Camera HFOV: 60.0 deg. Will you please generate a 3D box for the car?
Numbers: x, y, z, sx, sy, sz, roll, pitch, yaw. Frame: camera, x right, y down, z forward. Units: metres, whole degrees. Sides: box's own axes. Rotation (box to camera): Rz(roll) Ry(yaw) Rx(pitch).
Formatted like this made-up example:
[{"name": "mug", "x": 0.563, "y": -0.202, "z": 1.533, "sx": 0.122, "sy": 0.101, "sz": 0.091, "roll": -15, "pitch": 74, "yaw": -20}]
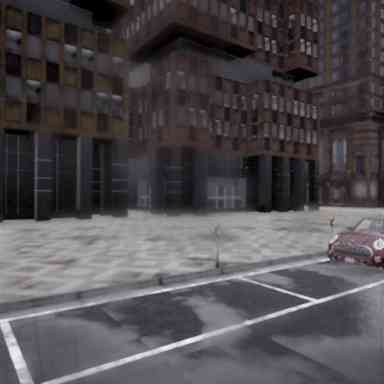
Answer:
[{"name": "car", "x": 6.389, "y": 1.549, "z": 11.209, "sx": 4.097, "sy": 1.590, "sz": 1.967, "roll": 1, "pitch": 0, "yaw": -36}]
